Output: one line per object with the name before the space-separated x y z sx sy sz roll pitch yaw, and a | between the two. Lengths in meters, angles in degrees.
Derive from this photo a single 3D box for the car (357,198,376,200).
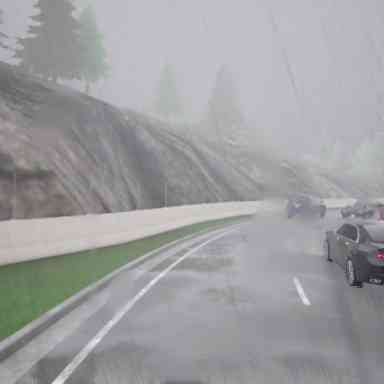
car | 21.810 1.475 41.009 4.553 1.767 2.097 0 0 -40

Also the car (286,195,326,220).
car | 10.058 1.270 29.135 2.150 2.045 5.566 0 0 35

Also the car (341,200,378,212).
car | 14.667 1.682 29.185 1.895 1.301 4.718 0 0 39

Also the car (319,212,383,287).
car | 4.977 1.533 9.190 1.837 1.490 4.892 0 0 12

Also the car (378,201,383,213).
car | 12.798 1.298 20.311 2.150 2.045 5.566 0 0 29
